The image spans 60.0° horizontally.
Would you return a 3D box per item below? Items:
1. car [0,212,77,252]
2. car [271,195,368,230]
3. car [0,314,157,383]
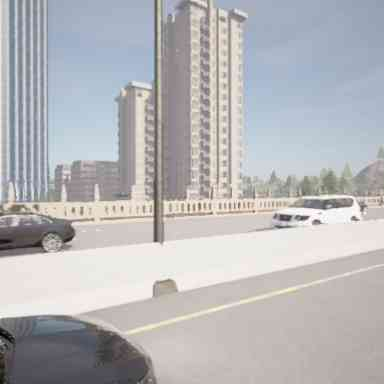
[{"bbox_3d":[-6.760,1.487,12.067,4.902,1.511,2.128,0,0,-35],"label":"car"},{"bbox_3d":[6.567,1.190,17.270,5.566,2.045,2.150,0,0,-35],"label":"car"},{"bbox_3d":[-2.516,1.508,1.952,4.892,1.490,1.837,0,0,-35],"label":"car"}]
